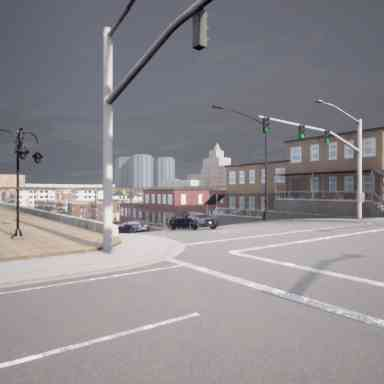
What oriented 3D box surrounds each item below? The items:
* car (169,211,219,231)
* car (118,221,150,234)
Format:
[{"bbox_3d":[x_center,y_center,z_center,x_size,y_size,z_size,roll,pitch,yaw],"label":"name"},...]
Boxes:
[{"bbox_3d":[0.042,2.053,24.162,1.994,1.385,4.181,0,-4,-36],"label":"car"},{"bbox_3d":[-5.824,3.504,32.132,1.812,1.442,4.674,0,-12,-37],"label":"car"}]
